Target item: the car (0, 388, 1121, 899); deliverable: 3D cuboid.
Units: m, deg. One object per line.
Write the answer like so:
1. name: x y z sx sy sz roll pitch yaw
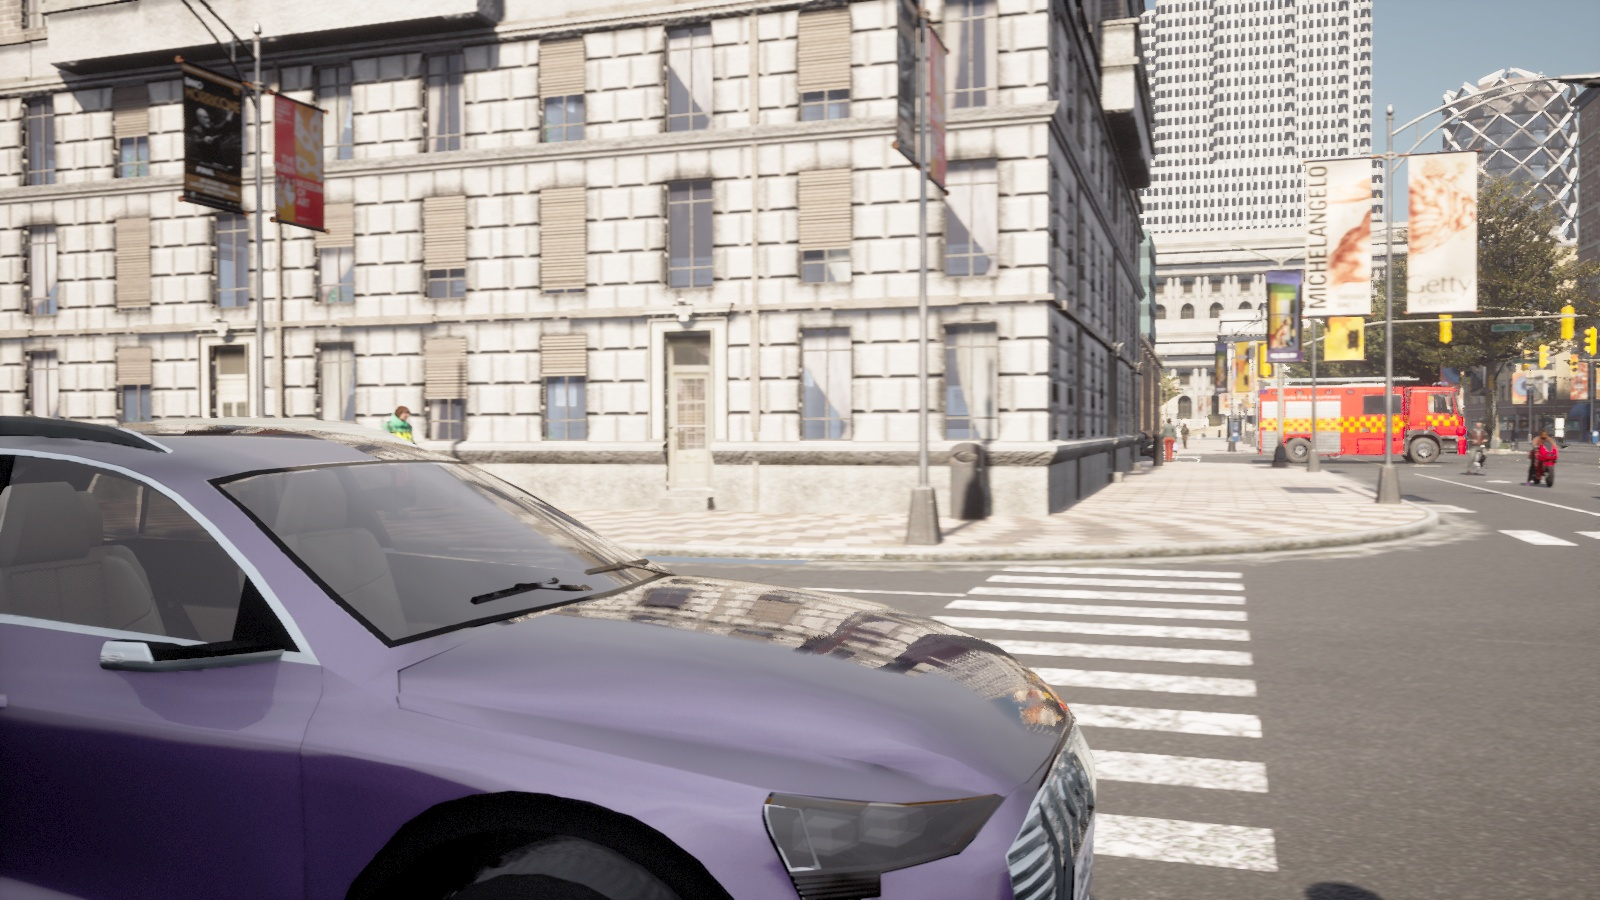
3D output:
1. car: -1.626 0.690 3.739 4.856 1.649 2.033 1 1 19

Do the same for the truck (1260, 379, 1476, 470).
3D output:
1. truck: 25.086 -1.141 56.017 8.468 3.827 2.891 1 1 18

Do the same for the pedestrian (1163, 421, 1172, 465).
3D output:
1. pedestrian: 15.330 -0.298 52.402 0.353 1.847 0.614 0 1 16

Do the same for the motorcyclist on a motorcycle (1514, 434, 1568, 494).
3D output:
1. motorcyclist on a motorcycle: 19.592 0.350 33.262 0.797 1.523 2.044 1 1 18

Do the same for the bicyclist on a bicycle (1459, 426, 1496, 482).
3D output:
1. bicyclist on a bicycle: 21.991 0.127 40.784 0.659 1.776 1.843 0 1 16

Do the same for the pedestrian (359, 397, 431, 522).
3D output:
1. pedestrian: -6.422 0.139 19.934 0.873 1.952 0.659 1 1 23

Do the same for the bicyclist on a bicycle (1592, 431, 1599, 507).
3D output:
1. bicyclist on a bicycle: 17.469 0.417 26.772 0.582 1.620 1.656 1 1 18
